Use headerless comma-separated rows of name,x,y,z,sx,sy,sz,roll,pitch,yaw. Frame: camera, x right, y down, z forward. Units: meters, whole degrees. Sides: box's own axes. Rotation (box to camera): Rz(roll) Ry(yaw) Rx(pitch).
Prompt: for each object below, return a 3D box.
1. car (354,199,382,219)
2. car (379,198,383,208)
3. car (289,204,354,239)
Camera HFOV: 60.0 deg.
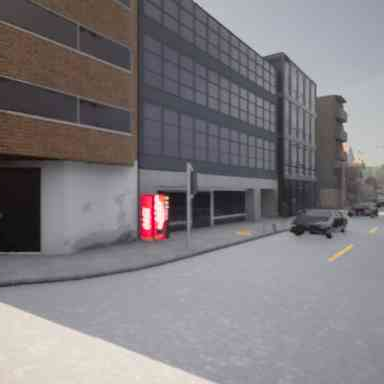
car,15.059,1.564,29.242,1.994,1.385,4.181,0,0,36
car,24.759,1.461,42.691,2.033,1.411,5.357,0,0,35
car,6.965,1.549,17.894,2.033,1.411,5.357,0,0,36
